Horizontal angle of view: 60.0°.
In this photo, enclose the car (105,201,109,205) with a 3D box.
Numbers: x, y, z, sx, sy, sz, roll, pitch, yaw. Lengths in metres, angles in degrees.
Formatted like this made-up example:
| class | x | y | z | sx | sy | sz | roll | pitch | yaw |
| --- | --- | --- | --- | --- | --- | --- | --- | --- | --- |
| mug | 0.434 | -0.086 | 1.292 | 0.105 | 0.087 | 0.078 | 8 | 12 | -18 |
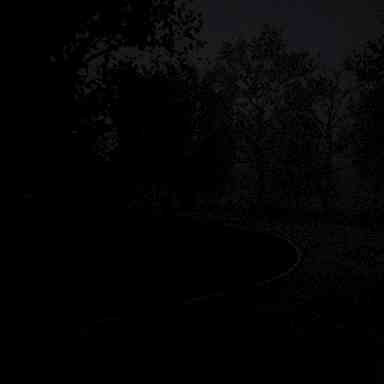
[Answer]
| class | x | y | z | sx | sy | sz | roll | pitch | yaw |
| --- | --- | --- | --- | --- | --- | --- | --- | --- | --- |
| car | -9.932 | 0.849 | 37.547 | 5.008 | 1.535 | 1.882 | 1 | -1 | 20 |
